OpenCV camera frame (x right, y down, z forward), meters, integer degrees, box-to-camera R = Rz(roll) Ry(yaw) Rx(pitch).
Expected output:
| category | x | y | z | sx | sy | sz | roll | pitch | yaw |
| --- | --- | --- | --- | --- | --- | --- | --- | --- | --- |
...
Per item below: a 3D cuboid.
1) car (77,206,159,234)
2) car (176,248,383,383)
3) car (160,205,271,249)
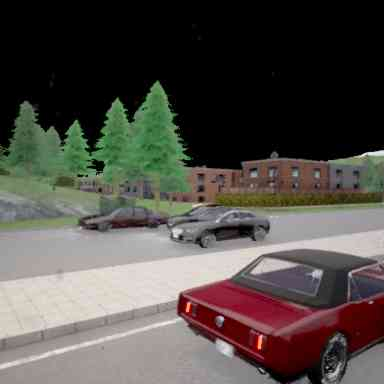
| category | x | y | z | sx | sy | sz | roll | pitch | yaw |
| --- | --- | --- | --- | --- | --- | --- | --- | --- | --- |
| car | -3.869 | 1.544 | 19.576 | 5.357 | 1.411 | 2.033 | 0 | 0 | -35 |
| car | 2.198 | 1.600 | 5.304 | 4.718 | 1.301 | 1.895 | 0 | 0 | -36 |
| car | 1.360 | 1.491 | 14.690 | 4.902 | 1.511 | 2.128 | 0 | 0 | -35 |
